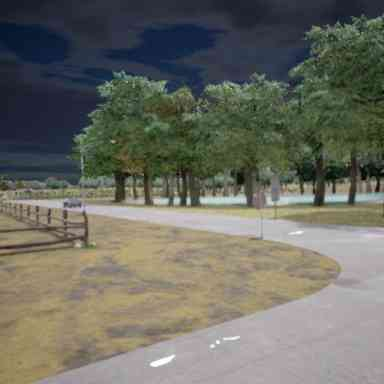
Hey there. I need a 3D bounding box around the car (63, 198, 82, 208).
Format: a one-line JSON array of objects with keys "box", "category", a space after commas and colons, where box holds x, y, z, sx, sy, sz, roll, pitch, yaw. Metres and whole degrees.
[{"box": [-18.171, 1.627, 50.398, 1.837, 1.490, 4.892, -3, 2, -35], "category": "car"}]
